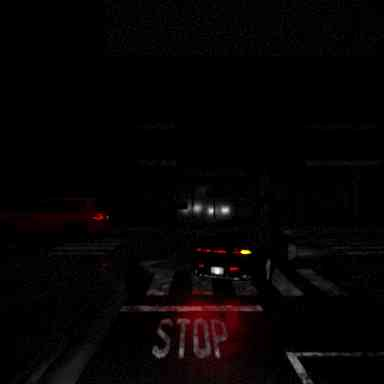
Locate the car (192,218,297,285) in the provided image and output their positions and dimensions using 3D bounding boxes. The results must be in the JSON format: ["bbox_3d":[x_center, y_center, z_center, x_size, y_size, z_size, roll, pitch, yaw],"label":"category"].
[{"bbox_3d":[1.694,1.527,9.759,1.837,1.490,4.892,-1,0,27],"label":"car"}]

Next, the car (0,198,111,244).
[{"bbox_3d":[-6.694,1.296,15.837,5.566,2.045,2.150,0,-1,0],"label":"car"}]
